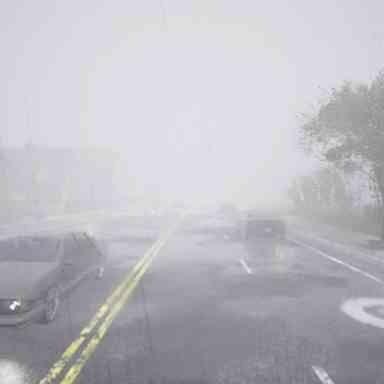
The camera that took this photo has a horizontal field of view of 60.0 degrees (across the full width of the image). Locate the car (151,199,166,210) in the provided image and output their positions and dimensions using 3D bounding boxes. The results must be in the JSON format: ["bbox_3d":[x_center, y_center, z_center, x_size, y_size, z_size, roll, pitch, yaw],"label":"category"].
[{"bbox_3d":[-5.095,1.878,51.033,2.128,1.511,4.902,0,0,4],"label":"car"}]

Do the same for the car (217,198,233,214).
[{"bbox_3d":[4.271,1.835,40.312,1.812,1.442,4.674,0,0,3],"label":"car"}]

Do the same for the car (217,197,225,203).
[{"bbox_3d":[8.102,2.199,93.334,2.128,1.511,4.902,0,0,6],"label":"car"}]

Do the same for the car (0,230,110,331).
[{"bbox_3d":[-3.310,1.602,7.489,2.033,1.411,5.357,0,0,0],"label":"car"}]

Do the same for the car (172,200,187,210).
[{"bbox_3d":[-1.870,1.931,50.522,2.033,1.411,5.357,0,0,4],"label":"car"}]

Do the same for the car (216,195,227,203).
[{"bbox_3d":[7.038,2.189,82.442,1.994,1.385,4.181,0,0,5],"label":"car"}]

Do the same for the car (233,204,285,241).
[{"bbox_3d":[3.538,1.619,17.743,1.882,1.535,5.008,0,0,1],"label":"car"}]
